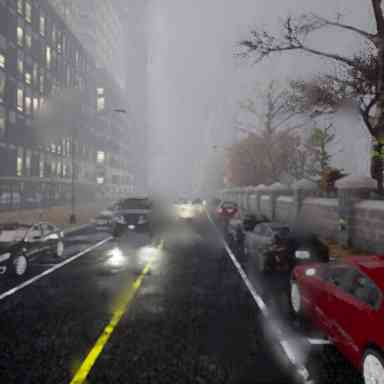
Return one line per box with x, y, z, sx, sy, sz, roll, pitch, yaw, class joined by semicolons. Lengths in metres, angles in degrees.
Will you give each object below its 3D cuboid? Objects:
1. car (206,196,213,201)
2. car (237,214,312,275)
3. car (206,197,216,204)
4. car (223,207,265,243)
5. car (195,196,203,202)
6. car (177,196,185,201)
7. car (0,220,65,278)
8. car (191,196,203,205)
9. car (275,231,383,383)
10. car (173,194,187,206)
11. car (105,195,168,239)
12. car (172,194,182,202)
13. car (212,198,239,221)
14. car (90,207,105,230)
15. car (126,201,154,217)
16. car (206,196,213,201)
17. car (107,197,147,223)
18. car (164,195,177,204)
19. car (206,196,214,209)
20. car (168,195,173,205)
4.753;1.721;89.300;1.887;1.381;4.507;0;0;3;car
2.745;1.586;10.320;1.947;1.339;4.313;0;0;0;car
3.864;1.675;66.754;1.887;1.381;4.507;0;0;2;car
2.785;1.596;15.970;1.947;1.339;4.313;0;0;1;car
1.714;1.629;81.907;1.895;1.301;4.718;0;0;2;car
-3.188;1.735;94.439;2.008;1.369;4.403;0;0;3;car
-5.283;1.569;10.063;2.008;1.369;4.403;0;0;0;car
0.968;1.644;61.010;1.812;1.442;4.674;0;0;2;car
2.721;1.554;4.674;1.887;1.381;4.507;0;0;0;car
-1.873;1.640;59.382;1.812;1.442;4.674;0;0;2;car
-2.749;1.255;18.007;2.150;2.045;5.566;0;0;1;car
-3.690;1.477;83.206;2.192;1.841;5.009;0;0;2;car
2.917;1.492;27.260;1.967;1.590;4.097;0;0;1;car
-5.187;1.590;21.319;2.008;1.369;4.403;0;0;1;car
-5.027;1.612;32.583;2.008;1.369;4.403;0;0;1;car
5.015;1.754;94.934;1.947;1.339;4.313;0;0;3;car
-5.113;1.365;26.948;2.192;1.841;5.009;0;0;1;car
-4.180;1.443;66.336;2.192;1.841;5.009;0;0;2;car
3.361;1.598;48.118;1.837;1.490;4.892;0;0;1;car
-4.358;1.661;60.712;1.887;1.381;4.507;0;0;2;car
